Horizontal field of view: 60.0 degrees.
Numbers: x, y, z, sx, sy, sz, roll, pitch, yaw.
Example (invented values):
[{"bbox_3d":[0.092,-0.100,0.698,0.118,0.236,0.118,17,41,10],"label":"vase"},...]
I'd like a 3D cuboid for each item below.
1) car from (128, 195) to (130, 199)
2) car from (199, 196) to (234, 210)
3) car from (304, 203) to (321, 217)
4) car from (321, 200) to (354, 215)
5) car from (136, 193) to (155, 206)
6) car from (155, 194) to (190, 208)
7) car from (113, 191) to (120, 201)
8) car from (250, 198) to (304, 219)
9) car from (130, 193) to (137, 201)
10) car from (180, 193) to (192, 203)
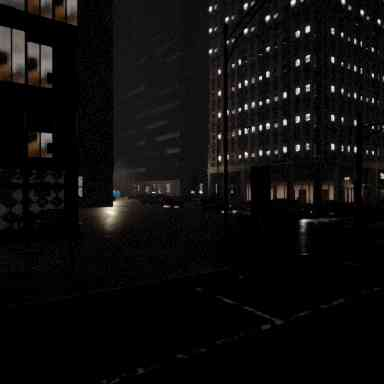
[{"bbox_3d":[-11.500,0.864,67.811,1.947,1.339,4.313,1,0,-36],"label":"car"},{"bbox_3d":[2.716,1.179,37.198,2.128,1.511,4.902,0,1,-33],"label":"car"},{"bbox_3d":[8.194,1.309,28.517,1.837,1.490,4.892,0,1,-32],"label":"car"},{"bbox_3d":[13.047,1.377,31.269,1.802,1.307,4.206,1,0,-32],"label":"car"},{"bbox_3d":[-5.419,1.094,45.025,1.752,1.417,4.829,1,0,-33],"label":"car"},{"bbox_3d":[-2.469,1.212,40.529,1.802,1.307,4.206,1,0,-33],"label":"car"},{"bbox_3d":[-14.968,0.920,58.904,1.887,1.381,4.507,1,0,-35],"label":"car"},{"bbox_3d":[6.429,1.399,26.575,1.802,1.307,4.206,1,0,-32],"label":"car"},{"bbox_3d":[-8.624,0.878,59.497,1.882,1.535,5.008,0,1,-35],"label":"car"},{"bbox_3d":[-1.852,0.927,54.365,1.967,1.590,4.097,1,0,-35],"label":"car"}]
